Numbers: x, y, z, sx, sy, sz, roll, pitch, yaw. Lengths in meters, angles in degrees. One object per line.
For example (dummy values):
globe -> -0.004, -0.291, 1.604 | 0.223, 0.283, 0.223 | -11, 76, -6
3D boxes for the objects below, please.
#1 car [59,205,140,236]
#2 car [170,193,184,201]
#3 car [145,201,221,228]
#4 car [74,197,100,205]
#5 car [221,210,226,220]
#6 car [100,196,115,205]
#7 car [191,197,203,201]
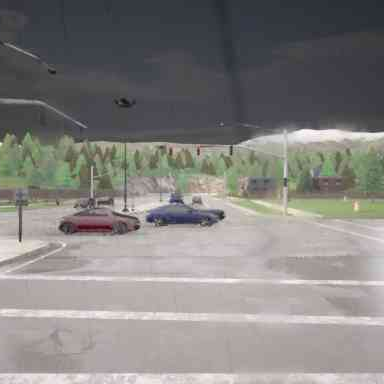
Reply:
car -> -4.969, 1.564, 18.123 | 4.181, 1.385, 1.994 | 0, 0, 0
car -> -2.631, 1.222, 57.371 | 2.150, 2.045, 5.566 | 0, 0, 1
car -> -0.687, 1.526, 21.592 | 4.674, 1.442, 1.812 | 0, 0, 0
car -> -14.491, 1.505, 45.176 | 1.837, 1.490, 4.892 | 0, 0, 1
car -> 0.170, 1.601, 25.085 | 4.718, 1.301, 1.895 | 0, 0, 0
car -> -14.323, 1.478, 55.486 | 1.882, 1.535, 5.008 | 0, 0, 1
car -> 0.883, 1.547, 58.264 | 2.033, 1.411, 5.357 | 0, 0, 1
